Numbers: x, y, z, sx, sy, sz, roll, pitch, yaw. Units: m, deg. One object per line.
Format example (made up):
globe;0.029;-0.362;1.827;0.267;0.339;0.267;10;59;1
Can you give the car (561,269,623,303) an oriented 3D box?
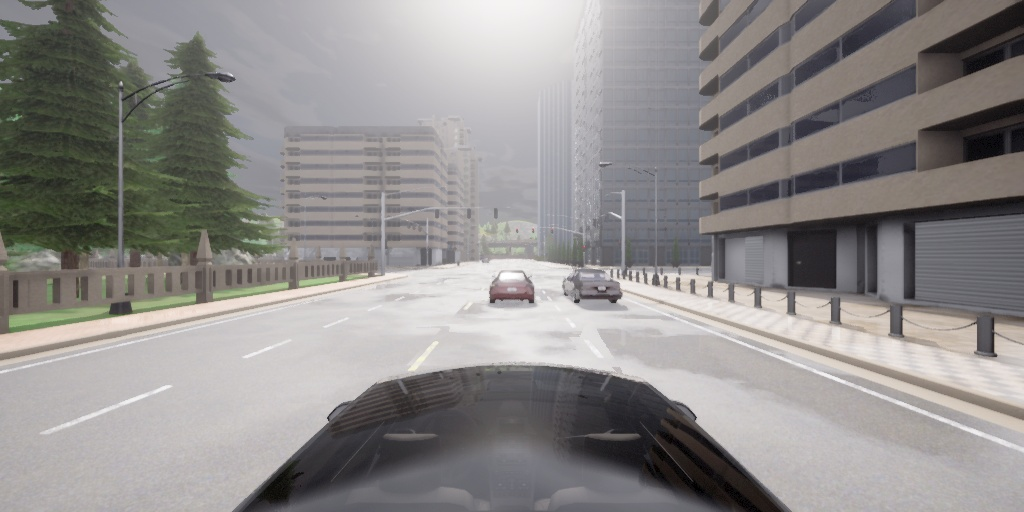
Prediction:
car;3.500;1.312;16.500;2.033;1.411;5.357;0;0;0

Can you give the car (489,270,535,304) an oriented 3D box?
car;0.000;1.321;16.500;1.994;1.385;4.181;0;0;0
